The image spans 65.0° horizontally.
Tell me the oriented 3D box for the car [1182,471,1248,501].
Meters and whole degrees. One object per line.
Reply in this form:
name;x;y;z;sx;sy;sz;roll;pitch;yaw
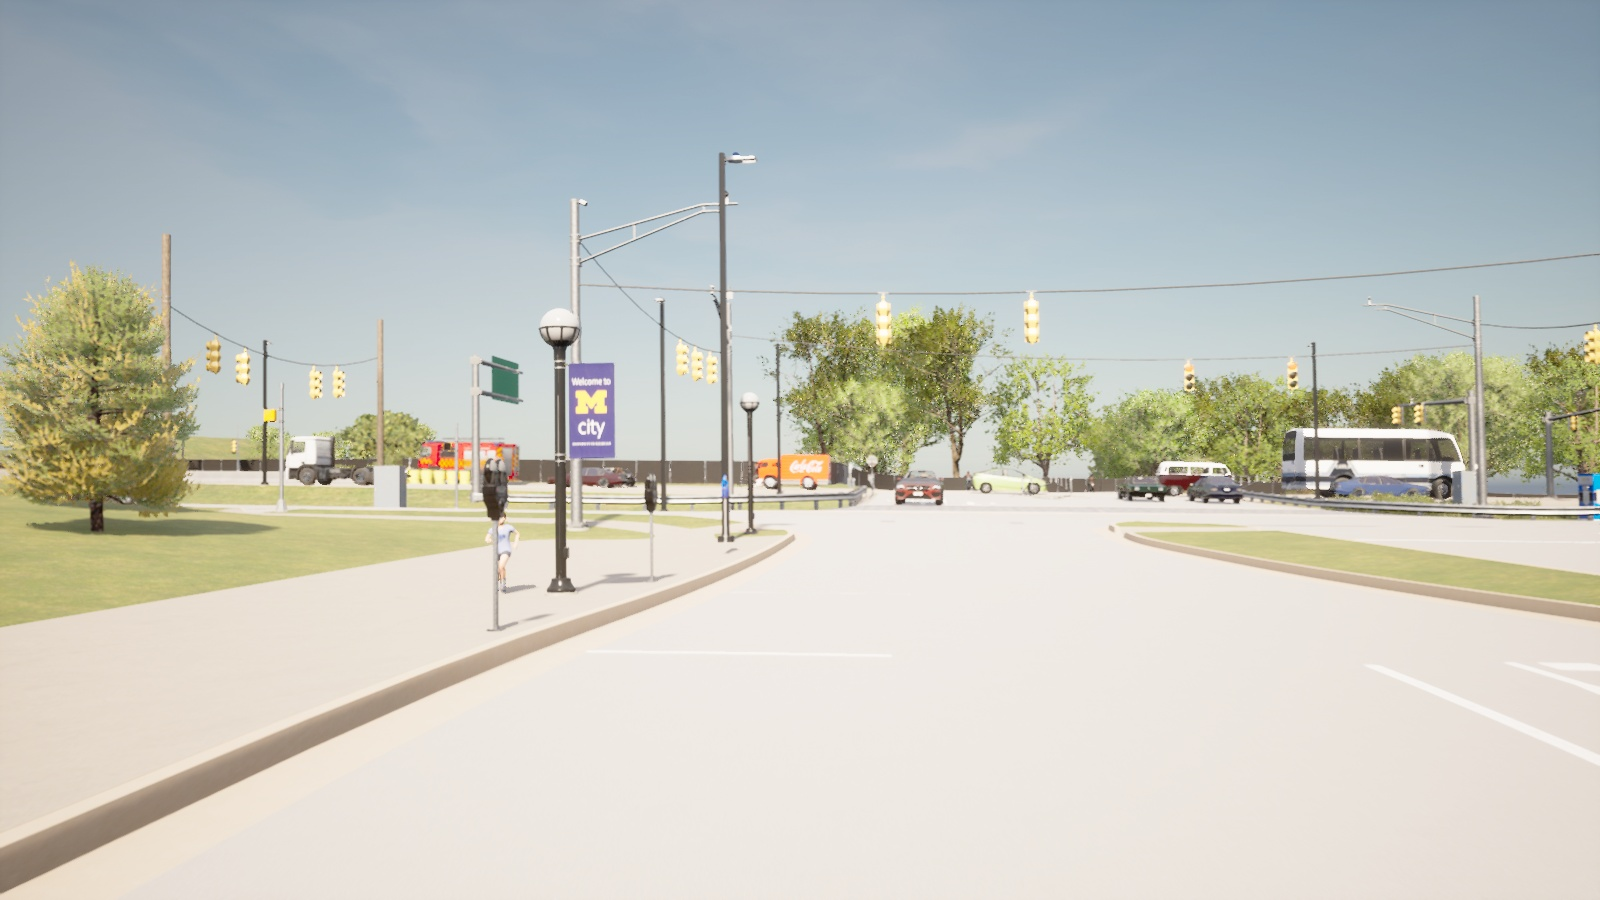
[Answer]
car;21.481;1.851;65.205;2.033;1.411;5.357;0;0;5

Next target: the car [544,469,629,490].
car;-14.459;1.983;85.120;5.357;1.411;2.033;0;-2;6

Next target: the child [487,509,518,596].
child;-3.870;1.328;16.353;0.255;1.110;0.394;-1;-2;6

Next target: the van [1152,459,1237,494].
van;23.247;1.536;74.117;4.480;2.038;2.069;0;0;6

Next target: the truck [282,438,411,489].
truck;-31.324;0.972;86.914;7.936;3.462;2.891;0;-2;6

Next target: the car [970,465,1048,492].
car;12.492;1.707;75.247;4.514;1.525;2.007;0;1;6

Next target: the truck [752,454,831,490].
truck;-0.578;1.545;87.203;5.204;2.467;2.627;0;-2;6

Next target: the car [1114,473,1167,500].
car;18.123;1.900;66.943;1.895;1.301;4.718;0;0;5

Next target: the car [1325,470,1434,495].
car;33.639;1.886;73.055;5.357;1.411;2.033;0;-2;6

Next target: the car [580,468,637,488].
car;-14.662;2.158;96.121;3.806;1.475;1.970;0;-1;24

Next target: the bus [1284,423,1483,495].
bus;35.317;0.572;76.440;10.273;4.253;3.944;0;-2;6

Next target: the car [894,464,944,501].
car;5.648;1.532;59.161;2.152;1.651;5.027;0;-1;8
